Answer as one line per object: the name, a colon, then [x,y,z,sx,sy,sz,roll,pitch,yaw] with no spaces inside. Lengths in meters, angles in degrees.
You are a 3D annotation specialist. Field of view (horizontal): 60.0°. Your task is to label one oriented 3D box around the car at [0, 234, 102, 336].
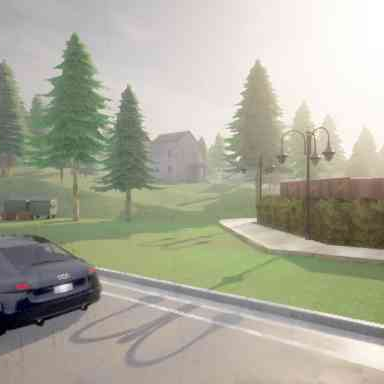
car: [-3.756,1.564,6.669,4.181,1.385,1.994,0,0,36]
